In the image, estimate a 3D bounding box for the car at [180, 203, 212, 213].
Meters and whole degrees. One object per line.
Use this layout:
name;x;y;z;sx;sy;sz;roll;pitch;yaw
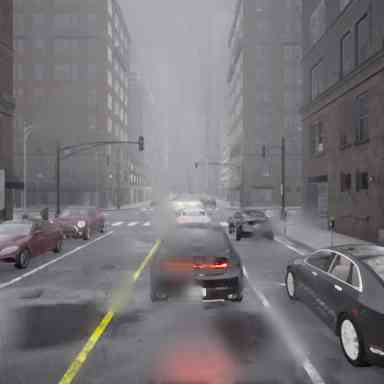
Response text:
car;0.078;1.525;17.382;1.812;1.442;4.674;0;0;-1

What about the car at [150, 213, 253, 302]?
car;0.096;1.504;8.234;1.837;1.490;4.892;0;0;0

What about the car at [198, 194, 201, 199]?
car;2.908;1.519;75.296;1.967;1.590;4.097;0;0;0

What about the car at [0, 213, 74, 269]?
car;-5.673;1.581;11.067;1.802;1.307;4.206;0;0;0

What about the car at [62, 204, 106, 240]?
car;-5.675;1.440;16.568;1.967;1.590;4.097;0;0;0

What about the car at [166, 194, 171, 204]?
car;-5.633;1.603;64.488;2.008;1.369;4.403;0;0;0

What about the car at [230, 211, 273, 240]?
car;2.851;1.566;16.570;1.947;1.339;4.313;0;0;0

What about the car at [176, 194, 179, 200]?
car;-5.593;1.451;91.531;2.192;1.841;5.009;0;0;0

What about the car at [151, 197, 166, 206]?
car;-5.650;1.614;53.671;1.802;1.307;4.206;0;0;0

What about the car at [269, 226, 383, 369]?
car;2.854;1.550;5.568;2.008;1.369;4.403;0;0;0

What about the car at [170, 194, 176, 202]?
car;-5.609;1.621;80.544;1.752;1.417;4.829;0;0;0

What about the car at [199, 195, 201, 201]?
car;2.892;1.603;64.478;2.008;1.369;4.403;0;0;0

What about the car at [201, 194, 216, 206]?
car;2.875;1.473;53.660;1.967;1.590;4.097;0;0;0
